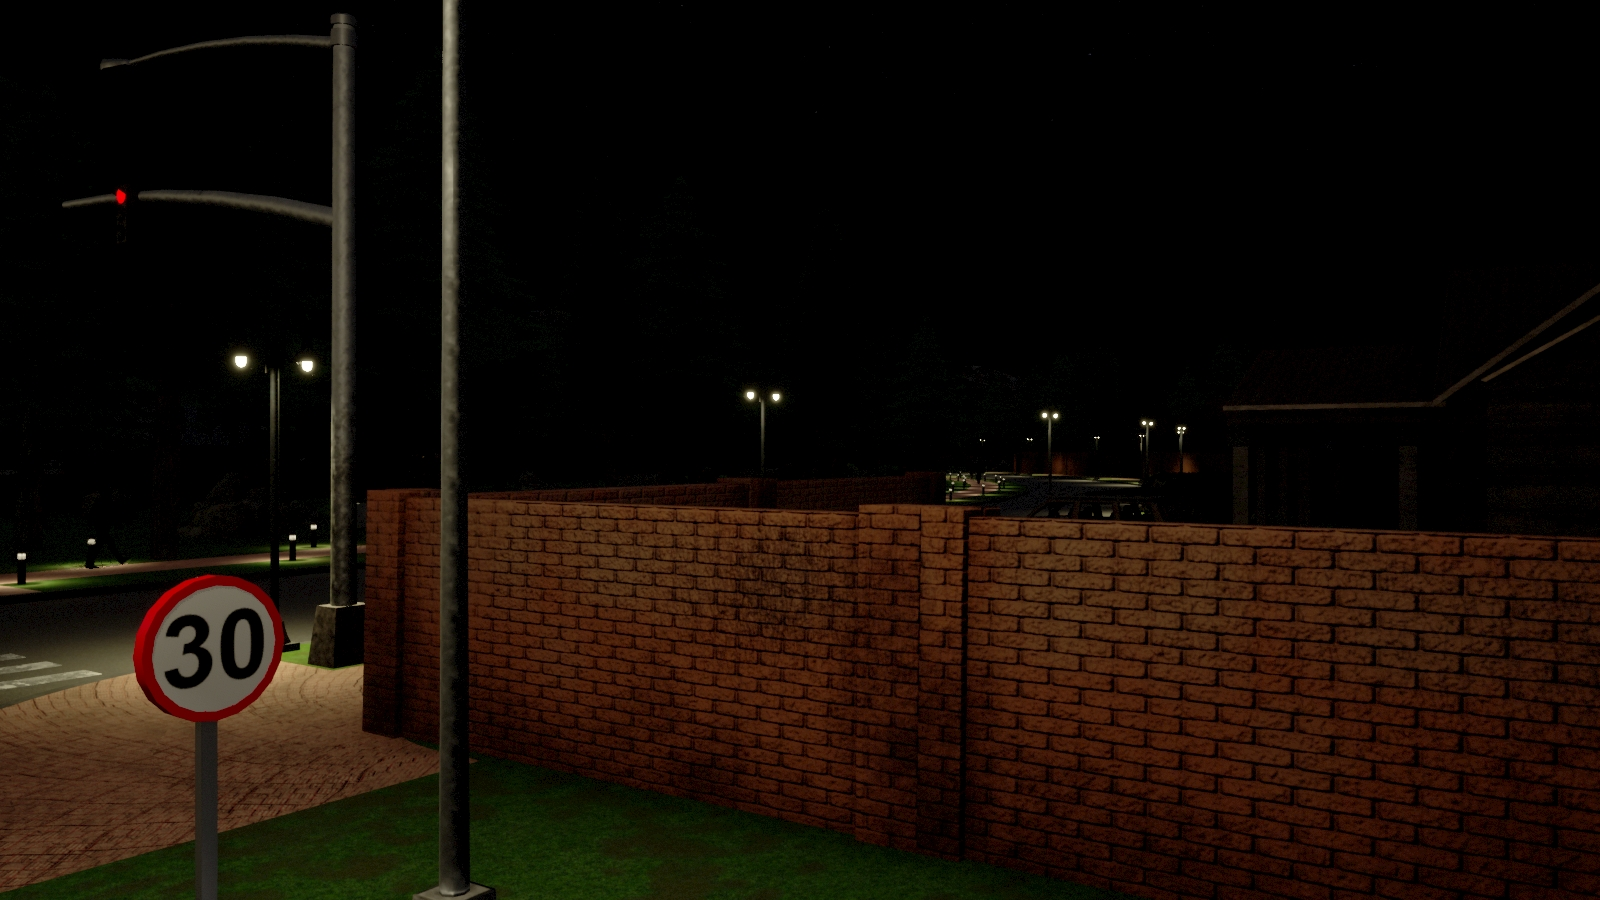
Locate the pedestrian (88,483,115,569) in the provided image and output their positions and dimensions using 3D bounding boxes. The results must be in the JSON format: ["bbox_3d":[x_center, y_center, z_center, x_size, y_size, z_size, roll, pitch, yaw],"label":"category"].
[{"bbox_3d":[-15.436,1.665,25.253,0.375,1.860,0.375,0,0,33],"label":"pedestrian"}]
